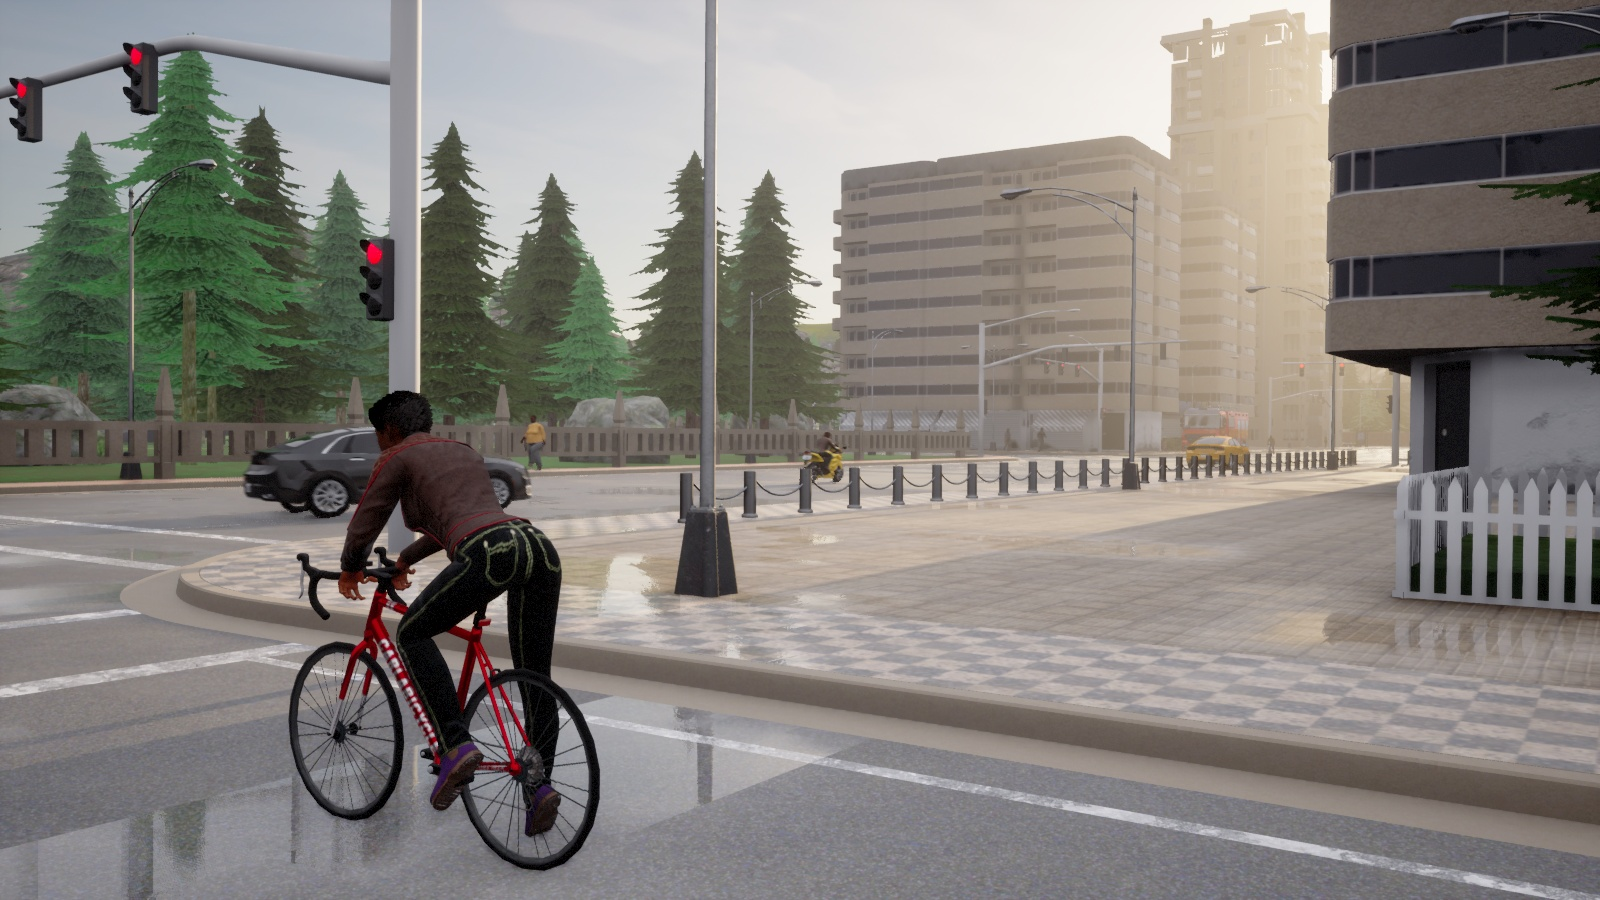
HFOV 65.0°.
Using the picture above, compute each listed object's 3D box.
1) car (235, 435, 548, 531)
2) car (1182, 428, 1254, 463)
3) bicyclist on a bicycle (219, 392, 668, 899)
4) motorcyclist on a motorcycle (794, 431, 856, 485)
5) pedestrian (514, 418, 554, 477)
[{"bbox_3d":[-7.092,0.499,22.116,4.892,1.490,1.837,-1,1,-37],"label":"car"},{"bbox_3d":[19.315,-0.256,57.875,1.882,1.535,5.008,0,1,34],"label":"car"},{"bbox_3d":[-1.313,0.635,4.495,1.656,1.620,0.582,0,1,34],"label":"bicyclist on a bicycle"},{"bbox_3d":[0.743,0.211,36.283,0.797,1.523,2.044,0,1,34],"label":"motorcyclist on a motorcycle"},{"bbox_3d":[-8.591,-0.086,40.586,0.874,1.855,0.900,0,1,33],"label":"pedestrian"}]
